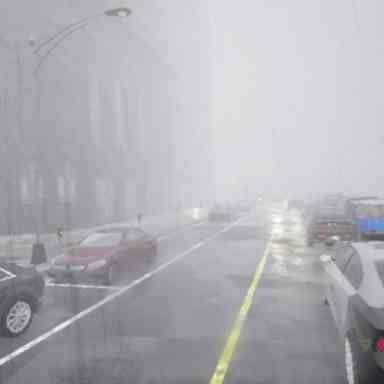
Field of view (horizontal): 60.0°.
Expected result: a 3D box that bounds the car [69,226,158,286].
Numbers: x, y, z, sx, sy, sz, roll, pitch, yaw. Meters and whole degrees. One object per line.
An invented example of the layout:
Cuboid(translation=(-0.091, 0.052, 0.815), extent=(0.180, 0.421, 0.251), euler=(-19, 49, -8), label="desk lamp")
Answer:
Cuboid(translation=(-2.344, 1.716, 9.851), extent=(1.802, 1.307, 4.206), euler=(-2, 0, 16), label="car")

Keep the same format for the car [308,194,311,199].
Cuboid(translation=(17.019, 1.285, 45.367), extent=(1.802, 1.307, 4.206), euler=(-2, 0, 16), label="car")

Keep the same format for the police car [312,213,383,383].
Cuboid(translation=(3.015, 1.358, 4.818), extent=(1.930, 1.638, 5.238), euler=(-2, 0, 16), label="police car")

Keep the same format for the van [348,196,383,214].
Cuboid(translation=(7.419, 1.180, 12.861), extent=(1.690, 1.788, 3.998), euler=(-2, 0, 16), label="van")

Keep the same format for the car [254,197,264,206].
Cuboid(translation=(10.445, 1.518, 53.196), extent=(1.947, 1.339, 4.313), euler=(-2, 0, 16), label="car")

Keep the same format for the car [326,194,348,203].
Cuboid(translation=(9.017, 1.135, 18.279), extent=(2.192, 1.841, 5.009), euler=(-2, 0, 16), label="car")

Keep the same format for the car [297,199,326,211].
Cuboid(translation=(7.515, 1.384, 20.057), extent=(1.837, 1.490, 4.892), euler=(-2, 0, 16), label="car")

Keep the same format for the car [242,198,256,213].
Cuboid(translation=(5.650, 1.612, 36.941), extent=(1.802, 1.307, 4.206), euler=(-2, 0, 16), label="car")

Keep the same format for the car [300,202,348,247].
Cuboid(translation=(5.816, 1.405, 14.303), extent=(1.837, 1.490, 4.892), euler=(-2, 0, 16), label="car")

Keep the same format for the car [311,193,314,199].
Cuboid(translation=(13.817, 1.194, 34.532), extent=(1.967, 1.590, 4.097), euler=(-2, 0, 16), label="car")

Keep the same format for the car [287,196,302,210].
Cuboid(translation=(12.686, 1.313, 40.682), extent=(2.128, 1.511, 4.902), euler=(-2, 0, 17), label="car")

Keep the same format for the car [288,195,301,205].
Cuboid(translation=(16.675, 1.318, 54.279), extent=(1.994, 1.385, 4.181), euler=(-2, 0, 16), label="car")

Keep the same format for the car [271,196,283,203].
Cuboid(translation=(16.083, 1.374, 62.870), extent=(1.994, 1.385, 4.181), euler=(-2, 0, 16), label="car")

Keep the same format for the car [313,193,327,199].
Cuboid(translation=(12.214, 1.092, 29.114), extent=(2.192, 1.841, 5.009), euler=(-2, 0, 16), label="car")

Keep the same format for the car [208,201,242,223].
Cuboid(translation=(2.451, 1.620, 26.105), extent=(1.887, 1.381, 4.507), euler=(-2, 0, 16), label="car")

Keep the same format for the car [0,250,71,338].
Cuboid(translation=(-3.943, 1.704, 4.433), extent=(2.008, 1.369, 4.403), euler=(-2, 0, 16), label="car")
